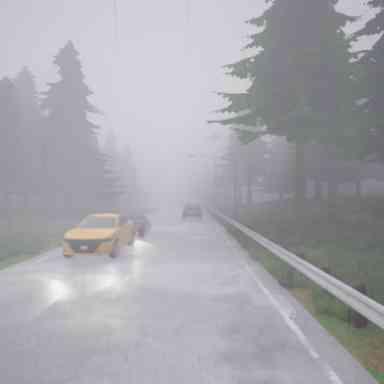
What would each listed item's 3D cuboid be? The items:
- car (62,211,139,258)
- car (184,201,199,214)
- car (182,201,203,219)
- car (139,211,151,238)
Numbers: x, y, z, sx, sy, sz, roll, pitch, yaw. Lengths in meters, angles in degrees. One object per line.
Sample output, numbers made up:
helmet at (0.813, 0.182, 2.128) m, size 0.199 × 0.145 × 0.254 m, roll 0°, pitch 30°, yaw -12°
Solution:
car at (-3.610, 1.628, 13.597) m, size 1.882 × 1.535 × 5.008 m, roll 0°, pitch -1°, yaw 0°
car at (0.002, 1.979, 43.256) m, size 1.837 × 1.490 × 4.892 m, roll 0°, pitch 0°, yaw 0°
car at (0.035, 1.849, 32.628) m, size 2.128 × 1.511 × 4.902 m, roll 0°, pitch -1°, yaw 0°
car at (-3.525, 1.810, 19.003) m, size 1.994 × 1.385 × 4.181 m, roll 0°, pitch -1°, yaw 0°
